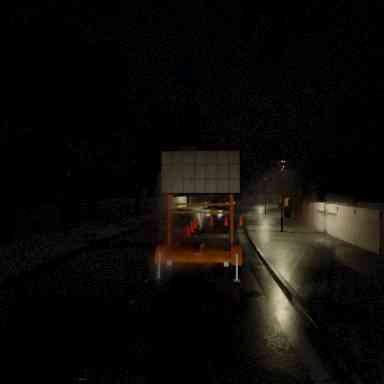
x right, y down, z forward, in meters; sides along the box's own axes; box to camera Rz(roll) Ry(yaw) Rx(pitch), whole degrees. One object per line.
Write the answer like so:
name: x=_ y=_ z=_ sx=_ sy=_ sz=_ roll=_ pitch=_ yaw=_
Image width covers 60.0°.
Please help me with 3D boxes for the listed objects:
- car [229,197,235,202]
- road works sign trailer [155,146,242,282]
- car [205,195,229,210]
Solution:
car: x=8.985 y=1.551 z=79.360 sx=2.097 sy=1.767 sz=4.553 roll=0 pitch=0 yaw=3
road works sign trailer: x=0.266 y=0.471 z=9.872 sx=2.380 sy=3.560 sz=2.880 roll=0 pitch=0 yaw=5
car: x=3.168 y=1.438 z=44.185 sx=2.097 sy=1.767 sz=4.553 roll=0 pitch=0 yaw=14
